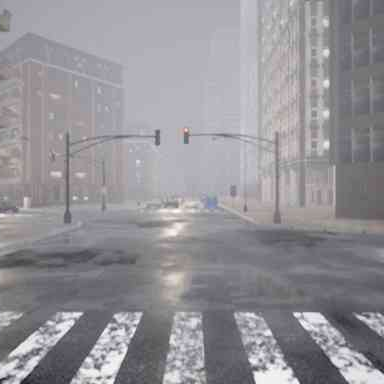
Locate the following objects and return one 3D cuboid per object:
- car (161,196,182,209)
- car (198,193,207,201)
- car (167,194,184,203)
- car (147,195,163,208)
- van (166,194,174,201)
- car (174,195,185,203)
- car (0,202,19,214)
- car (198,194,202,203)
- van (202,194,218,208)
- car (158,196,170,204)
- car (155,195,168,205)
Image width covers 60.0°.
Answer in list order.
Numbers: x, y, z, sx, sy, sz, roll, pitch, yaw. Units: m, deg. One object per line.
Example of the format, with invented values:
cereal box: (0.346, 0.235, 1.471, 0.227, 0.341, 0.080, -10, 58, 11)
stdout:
car: (-2.753, 1.557, 45.452, 1.895, 1.301, 4.718, 0, 0, 0)
car: (2.709, 1.303, 85.176, 2.192, 1.841, 5.009, 0, 0, 0)
car: (-2.727, 1.310, 55.436, 2.097, 1.767, 4.553, 0, 0, 0)
car: (-5.234, 1.481, 46.152, 1.752, 1.417, 4.829, 0, 0, 0)
van: (-5.178, 1.320, 79.635, 1.690, 1.788, 3.998, 0, 0, 0)
car: (-2.634, 1.470, 69.217, 2.128, 1.511, 4.902, 0, 0, 0)
car: (-21.084, 1.719, 37.021, 4.718, 1.301, 1.895, 0, 0, 41)
car: (2.683, 1.512, 68.518, 1.887, 1.381, 4.507, 0, 0, 0)
van: (2.647, 1.297, 46.308, 1.690, 1.788, 3.998, 0, 0, 0)
car: (-5.207, 1.528, 62.979, 1.947, 1.339, 4.313, 0, 0, 0)
car: (-5.216, 1.399, 57.427, 1.967, 1.590, 4.097, 0, 0, 0)
